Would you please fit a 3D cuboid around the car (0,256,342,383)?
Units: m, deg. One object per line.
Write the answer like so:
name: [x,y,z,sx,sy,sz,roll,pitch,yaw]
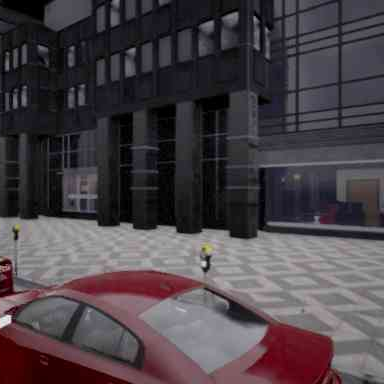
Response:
car: [-0.850,1.545,3.569,4.507,1.381,1.887,0,0,36]
